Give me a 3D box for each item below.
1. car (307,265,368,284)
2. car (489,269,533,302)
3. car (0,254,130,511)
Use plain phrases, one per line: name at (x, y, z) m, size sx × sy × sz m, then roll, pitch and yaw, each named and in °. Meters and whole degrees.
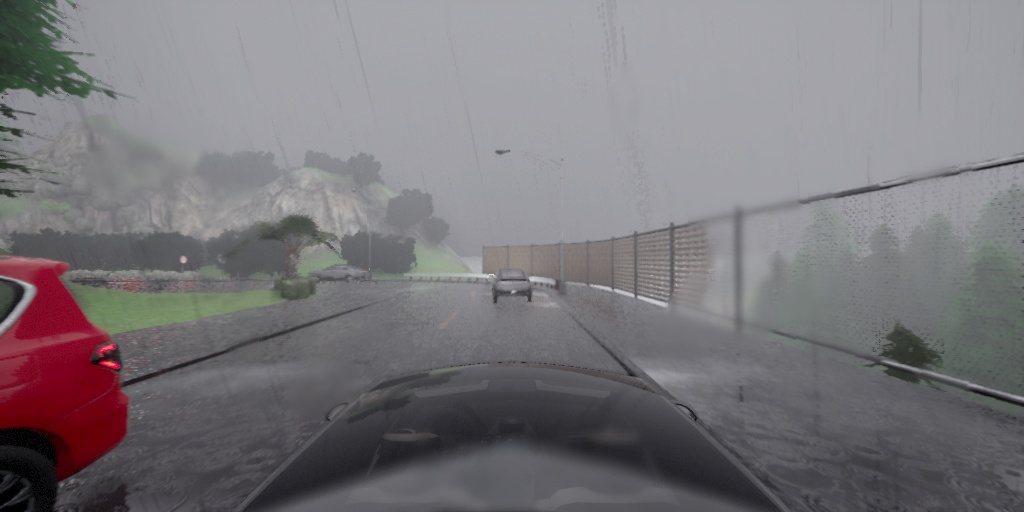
car at (-14.730, 1.515, 30.330) m, size 4.902 × 1.511 × 2.128 m, roll 0°, pitch -1°, yaw 1°
car at (-0.111, 1.400, 18.195) m, size 2.128 × 1.511 × 4.902 m, roll 0°, pitch -1°, yaw -5°
car at (-4.085, 0.960, 0.448) m, size 2.150 × 2.045 × 5.566 m, roll 0°, pitch -1°, yaw 0°
